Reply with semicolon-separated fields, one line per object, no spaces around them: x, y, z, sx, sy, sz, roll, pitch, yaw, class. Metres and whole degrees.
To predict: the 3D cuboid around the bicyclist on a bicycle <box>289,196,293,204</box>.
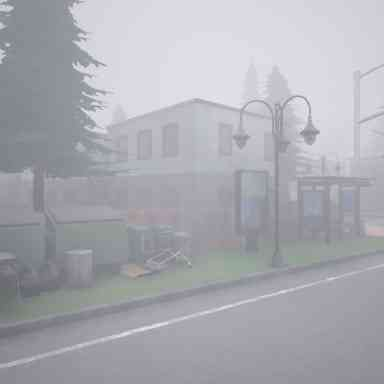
10.687;1.284;36.345;0.582;1.620;1.656;0;0;44;bicyclist on a bicycle
